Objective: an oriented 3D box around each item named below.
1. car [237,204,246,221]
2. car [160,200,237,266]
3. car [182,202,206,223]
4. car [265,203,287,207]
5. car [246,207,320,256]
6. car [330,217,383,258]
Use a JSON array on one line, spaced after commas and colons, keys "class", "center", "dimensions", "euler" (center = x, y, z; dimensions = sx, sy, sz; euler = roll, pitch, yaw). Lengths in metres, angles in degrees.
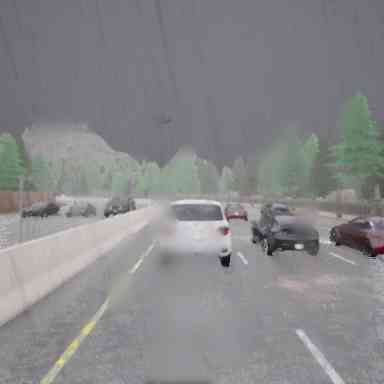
[{"class": "car", "center": [3.672, 1.754, 29.338], "dimensions": [1.994, 1.385, 4.181], "euler": [0, 0, 0]}, {"class": "car", "center": [0.123, 1.295, 12.023], "dimensions": [2.150, 2.045, 5.566], "euler": [0, -1, 0]}, {"class": "car", "center": [0.171, 1.687, 28.868], "dimensions": [1.837, 1.490, 4.892], "euler": [0, 0, 0]}, {"class": "car", "center": [7.171, 1.697, 28.837], "dimensions": [1.837, 1.490, 4.892], "euler": [0, 0, 0]}, {"class": "car", "center": [3.627, 1.597, 13.635], "dimensions": [1.837, 1.490, 4.892], "euler": [0, 0, 0]}, {"class": "car", "center": [7.124, 1.658, 13.155], "dimensions": [1.994, 1.385, 4.181], "euler": [0, 0, 0]}]
